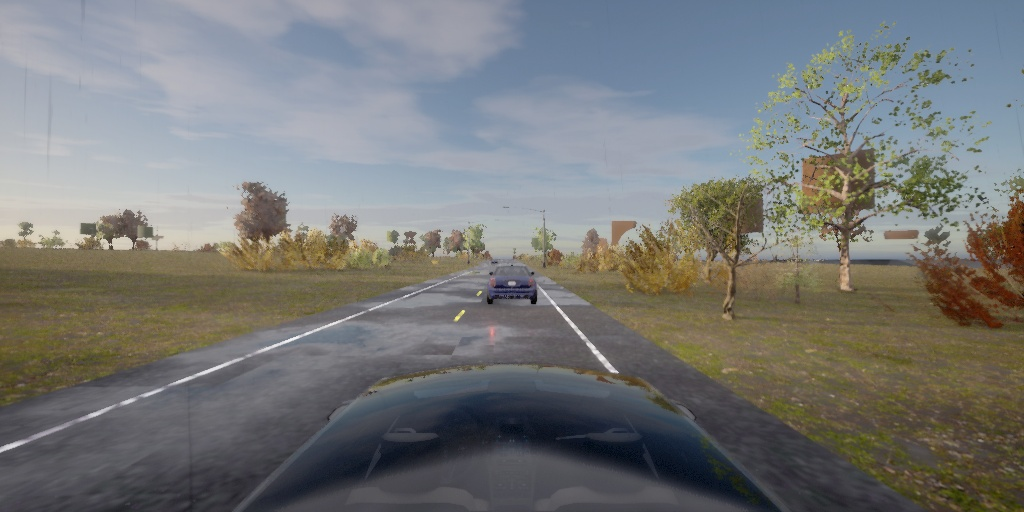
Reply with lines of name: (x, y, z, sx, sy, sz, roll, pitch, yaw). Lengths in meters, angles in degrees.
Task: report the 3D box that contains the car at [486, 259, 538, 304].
car: (0.000, 1.118, 16.471, 2.097, 1.767, 4.553, 0, 0, 0)
